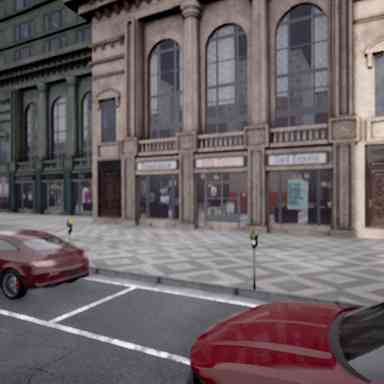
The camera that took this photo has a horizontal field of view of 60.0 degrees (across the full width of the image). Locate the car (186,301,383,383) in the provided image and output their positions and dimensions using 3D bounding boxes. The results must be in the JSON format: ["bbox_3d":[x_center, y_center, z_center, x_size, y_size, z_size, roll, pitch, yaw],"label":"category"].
[{"bbox_3d":[2.343,1.477,2.371,5.008,1.535,1.882,0,0,26],"label":"car"}]

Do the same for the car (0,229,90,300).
[{"bbox_3d":[-4.386,1.574,8.099,4.206,1.307,1.802,0,0,27],"label":"car"}]
